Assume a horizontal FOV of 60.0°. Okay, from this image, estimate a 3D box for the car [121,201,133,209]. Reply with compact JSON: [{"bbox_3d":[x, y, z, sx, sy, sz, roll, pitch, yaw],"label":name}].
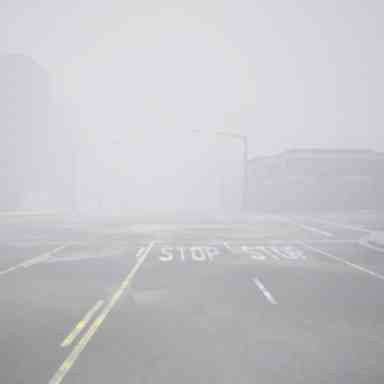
[{"bbox_3d":[-13.795,2.688,70.602,2.097,1.767,4.553,0,-2,-3],"label":"car"}]
